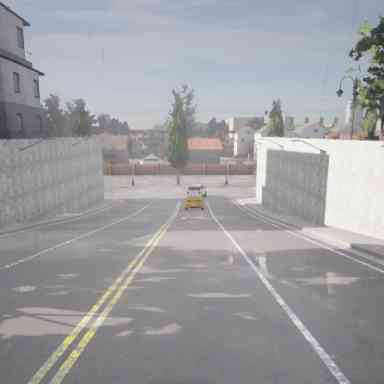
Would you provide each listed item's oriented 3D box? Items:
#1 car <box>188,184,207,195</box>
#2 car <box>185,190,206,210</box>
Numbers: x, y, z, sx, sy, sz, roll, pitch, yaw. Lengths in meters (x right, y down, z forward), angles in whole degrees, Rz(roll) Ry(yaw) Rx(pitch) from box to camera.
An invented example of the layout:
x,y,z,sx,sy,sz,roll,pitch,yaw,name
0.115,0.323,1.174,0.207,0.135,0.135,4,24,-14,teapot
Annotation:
x,y,z,sx,sy,sz,roll,pitch,yaw,name
0.653,-0.099,46.570,2.150,2.045,5.566,1,7,9,car
0.240,0.981,36.277,1.882,1.535,5.008,0,4,0,car
